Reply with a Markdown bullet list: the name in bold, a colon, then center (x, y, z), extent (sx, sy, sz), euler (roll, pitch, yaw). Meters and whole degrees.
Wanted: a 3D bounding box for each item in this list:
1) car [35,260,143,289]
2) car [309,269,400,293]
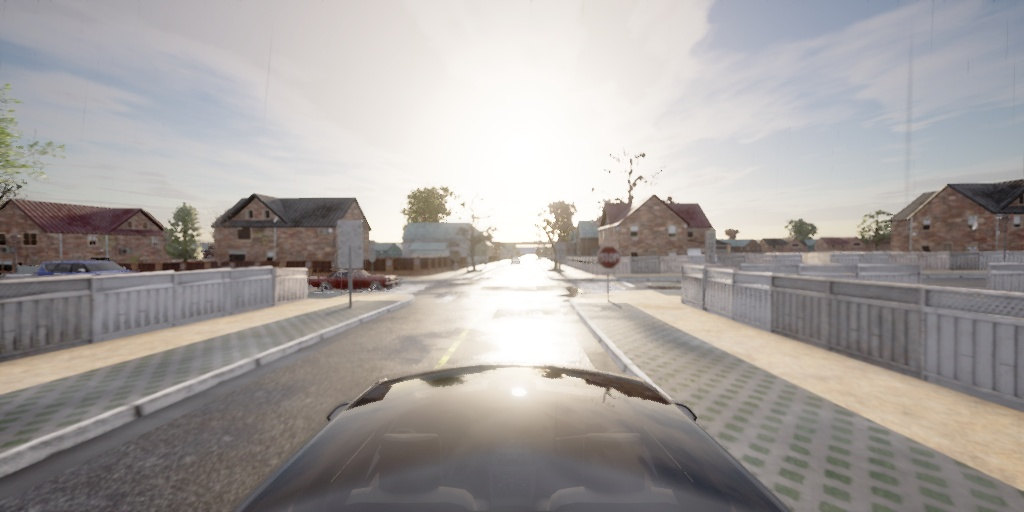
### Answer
- **car**: center (-25.819, 1.291, 22.054), extent (5.566, 2.045, 2.150), euler (-1, 1, 3)
- **car**: center (-9.126, 1.426, 21.075), extent (4.718, 1.301, 1.895), euler (-1, 2, 3)
